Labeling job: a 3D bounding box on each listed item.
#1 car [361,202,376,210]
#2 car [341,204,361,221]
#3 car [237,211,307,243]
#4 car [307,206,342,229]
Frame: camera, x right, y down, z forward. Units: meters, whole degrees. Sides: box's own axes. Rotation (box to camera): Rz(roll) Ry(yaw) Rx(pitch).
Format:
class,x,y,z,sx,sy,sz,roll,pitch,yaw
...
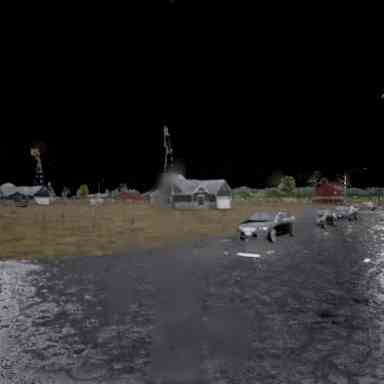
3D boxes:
class,x,y,z,sx,sy,sz,roll,pitch,yaw
car,24.481,2.076,46.278,1.812,1.442,4.674,-2,-2,36
car,15.655,2.135,34.104,1.837,1.490,4.892,-2,-1,36
car,4.203,1.793,18.122,2.128,1.511,4.902,-2,-2,37
car,9.886,2.010,26.070,2.033,1.411,5.357,-2,-2,35
